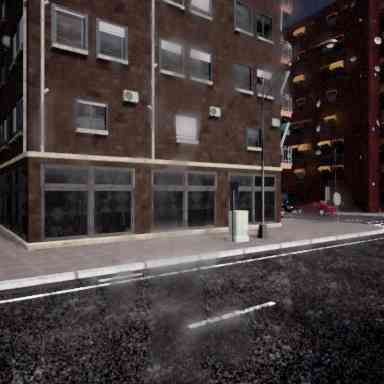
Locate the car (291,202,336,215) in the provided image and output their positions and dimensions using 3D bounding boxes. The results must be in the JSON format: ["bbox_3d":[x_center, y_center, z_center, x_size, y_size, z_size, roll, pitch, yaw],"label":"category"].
[{"bbox_3d":[13.970,1.827,37.607,1.887,1.381,4.507,-1,0,-36],"label":"car"}]

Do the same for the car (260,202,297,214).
[{"bbox_3d":[10.853,1.918,41.920,1.947,1.339,4.313,-1,0,-36],"label":"car"}]

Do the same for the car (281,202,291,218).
[{"bbox_3d":[7.205,1.861,32.719,1.802,1.307,4.206,-1,0,-36],"label":"car"}]
